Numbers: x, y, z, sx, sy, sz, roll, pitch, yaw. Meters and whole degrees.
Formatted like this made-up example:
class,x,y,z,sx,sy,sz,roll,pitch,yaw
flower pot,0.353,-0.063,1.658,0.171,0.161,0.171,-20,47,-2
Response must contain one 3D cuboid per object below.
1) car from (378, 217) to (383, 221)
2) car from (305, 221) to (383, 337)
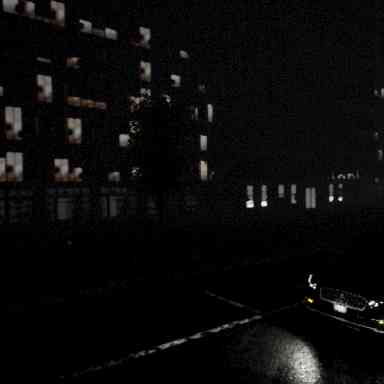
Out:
class,x,y,z,sx,sy,sz,roll,pitch,yaw
car,7.650,1.488,12.039,4.403,1.369,2.008,0,-1,-36
car,4.181,1.471,6.365,4.892,1.490,1.837,0,0,-36
